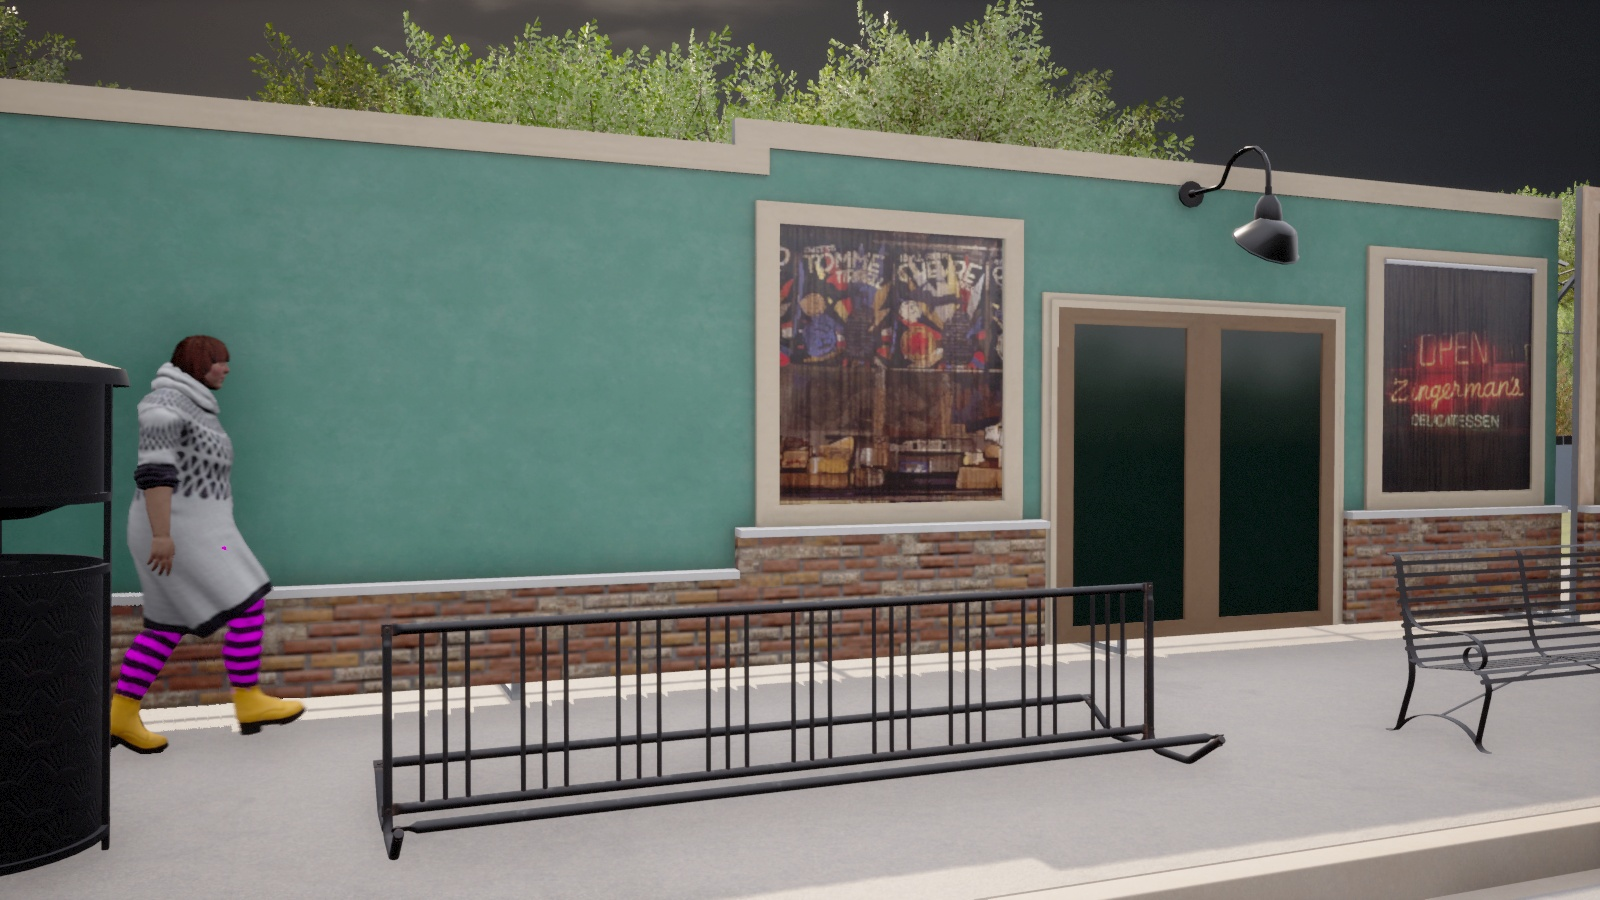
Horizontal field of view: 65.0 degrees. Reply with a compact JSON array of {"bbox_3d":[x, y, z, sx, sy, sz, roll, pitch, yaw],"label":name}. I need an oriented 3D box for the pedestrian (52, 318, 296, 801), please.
[{"bbox_3d":[-2.713,0.437,5.536,0.873,1.952,0.659,-1,1,-20],"label":"pedestrian"}]
